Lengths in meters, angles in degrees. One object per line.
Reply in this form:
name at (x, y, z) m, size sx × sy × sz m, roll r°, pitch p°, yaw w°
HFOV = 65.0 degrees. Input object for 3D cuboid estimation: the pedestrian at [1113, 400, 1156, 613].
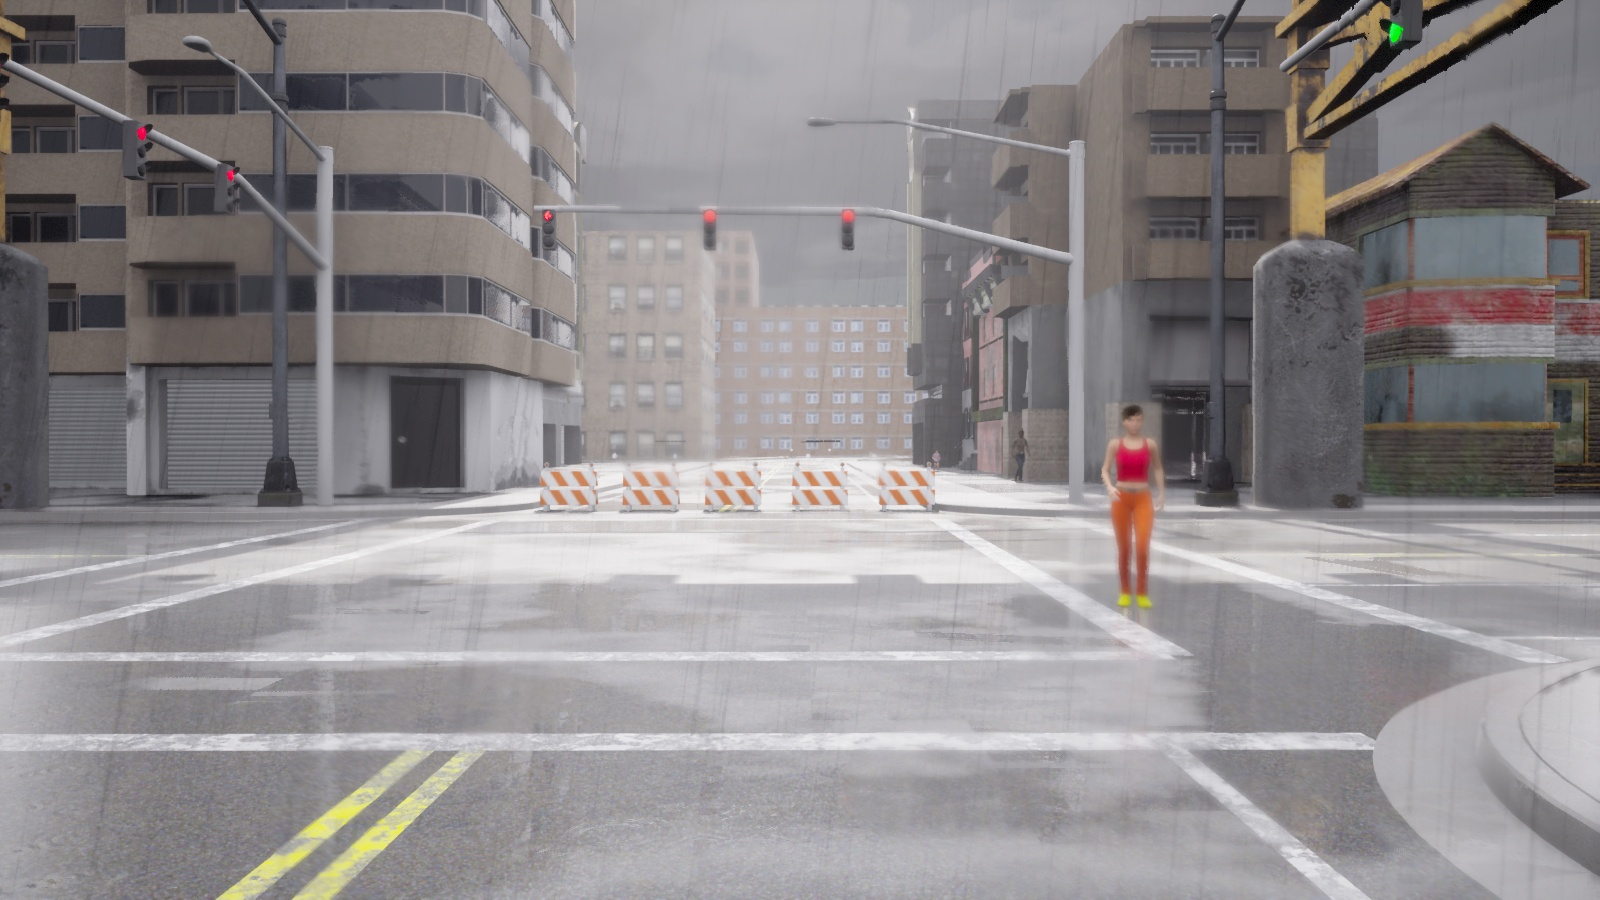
pedestrian at (2.961, 0.486, 11.135) m, size 0.345 × 1.836 × 0.594 m, roll 0°, pitch 0°, yaw 13°

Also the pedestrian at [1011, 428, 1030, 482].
pedestrian at (7.473, 0.177, 42.568) m, size 0.328 × 1.805 × 0.869 m, roll 0°, pitch 0°, yaw -13°
